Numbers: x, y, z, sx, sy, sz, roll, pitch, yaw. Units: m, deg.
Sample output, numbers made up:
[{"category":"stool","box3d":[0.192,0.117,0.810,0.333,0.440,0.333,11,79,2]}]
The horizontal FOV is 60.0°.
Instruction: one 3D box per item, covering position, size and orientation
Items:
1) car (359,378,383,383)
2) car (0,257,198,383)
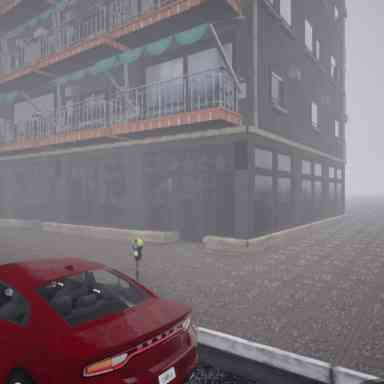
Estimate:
[{"category":"car","box3d":[2.551,1.566,1.059,4.313,1.339,1.947,0,0,35]},{"category":"car","box3d":[-2.042,1.545,4.326,4.507,1.381,1.887,0,0,35]}]
